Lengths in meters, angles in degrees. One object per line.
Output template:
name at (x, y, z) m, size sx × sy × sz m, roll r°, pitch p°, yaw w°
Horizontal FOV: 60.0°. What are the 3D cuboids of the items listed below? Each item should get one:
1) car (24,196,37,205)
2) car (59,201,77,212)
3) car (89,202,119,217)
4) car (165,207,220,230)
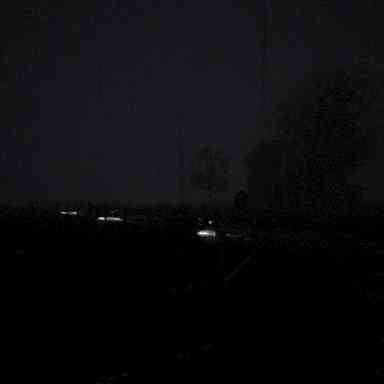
car at (-37.454, 2.252, 78.028) m, size 1.837 × 1.490 × 4.892 m, roll 1°, pitch -1°, yaw -36°
car at (-17.144, 1.939, 45.567) m, size 1.812 × 1.442 × 4.674 m, roll 1°, pitch -1°, yaw -36°
car at (-9.264, 1.800, 34.721) m, size 1.837 × 1.490 × 4.892 m, roll 1°, pitch -1°, yaw -36°
car at (-0.044, 1.712, 22.124) m, size 1.994 × 1.385 × 4.181 m, roll 1°, pitch -1°, yaw -36°
